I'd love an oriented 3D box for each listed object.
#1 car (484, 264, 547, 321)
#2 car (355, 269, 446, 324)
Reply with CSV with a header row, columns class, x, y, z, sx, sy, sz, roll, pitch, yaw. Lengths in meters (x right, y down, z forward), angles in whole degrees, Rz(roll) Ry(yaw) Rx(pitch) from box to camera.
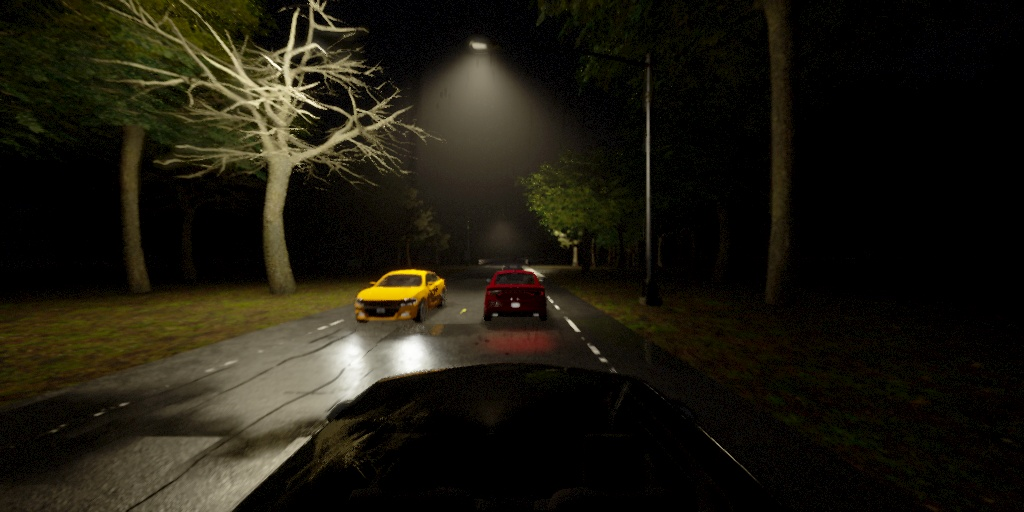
class,x,y,z,sx,sy,sz,roll,pitch,yaw
car,0.102,1.226,12.547,1.882,1.535,5.008,0,0,0
car,-3.544,1.226,12.233,1.882,1.535,5.008,0,0,1
